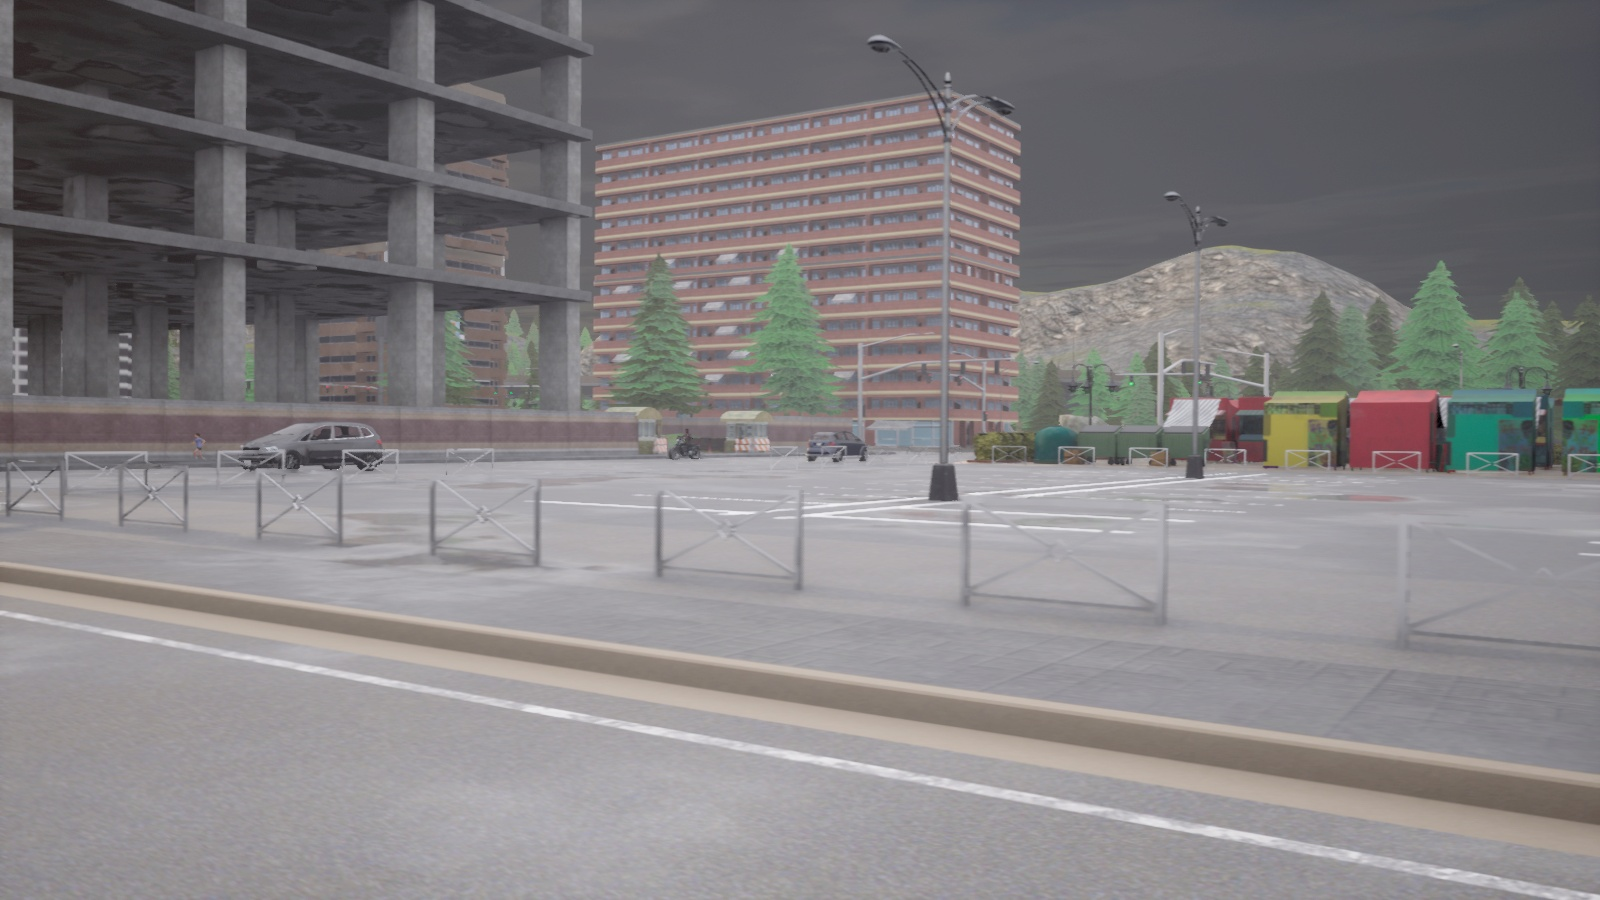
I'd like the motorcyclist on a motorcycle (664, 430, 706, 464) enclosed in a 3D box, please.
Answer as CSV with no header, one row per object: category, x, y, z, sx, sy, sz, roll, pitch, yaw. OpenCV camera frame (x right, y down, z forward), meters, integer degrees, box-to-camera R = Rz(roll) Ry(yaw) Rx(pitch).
motorcyclist on a motorcycle,-5.757,-0.178,62.764,0.766,1.649,2.350,0,1,33

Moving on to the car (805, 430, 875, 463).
car,2.002,-0.207,61.815,1.789,1.549,3.705,0,1,33

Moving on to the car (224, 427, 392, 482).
car,-15.957,0.106,40.938,2.242,1.667,4.611,0,1,33

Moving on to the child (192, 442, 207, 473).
child,-22.020,0.278,46.061,0.255,1.110,0.394,0,1,42
